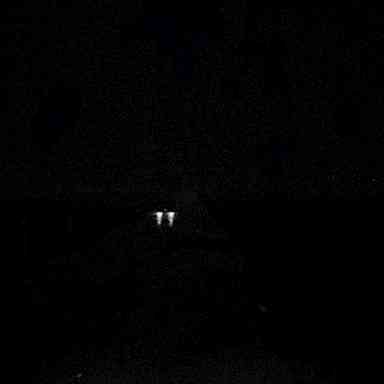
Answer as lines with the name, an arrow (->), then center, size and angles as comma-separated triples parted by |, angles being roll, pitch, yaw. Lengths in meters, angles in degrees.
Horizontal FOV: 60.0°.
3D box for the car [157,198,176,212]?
car -> -2.756, 1.423, 36.776 | 2.033, 1.411, 5.357 | 0, 0, 0
